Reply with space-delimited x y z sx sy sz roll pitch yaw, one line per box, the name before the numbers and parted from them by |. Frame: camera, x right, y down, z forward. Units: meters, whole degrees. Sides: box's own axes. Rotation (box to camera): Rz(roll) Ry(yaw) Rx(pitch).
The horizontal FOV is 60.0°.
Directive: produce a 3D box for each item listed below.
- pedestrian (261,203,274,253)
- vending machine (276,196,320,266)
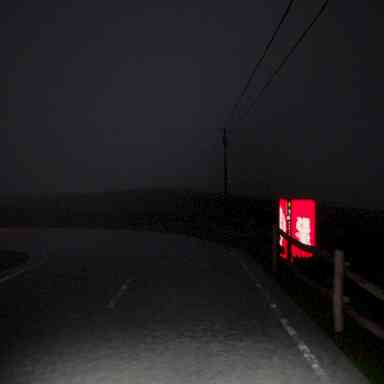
pedestrian | 2.704 1.288 12.090 0.375 1.860 0.375 0 0 -10
vending machine | 3.347 1.190 10.583 1.100 2.100 0.880 0 0 -1
